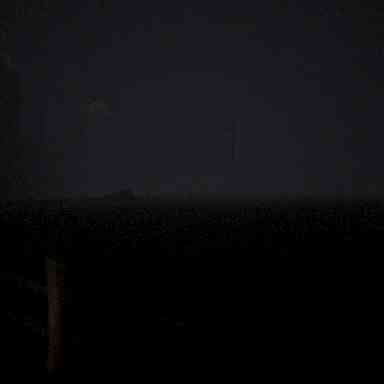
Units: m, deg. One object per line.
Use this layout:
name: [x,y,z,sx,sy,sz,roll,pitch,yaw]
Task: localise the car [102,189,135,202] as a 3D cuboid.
car: [-11.560,0.590,52.607,2.150,2.045,5.566,1,1,35]
